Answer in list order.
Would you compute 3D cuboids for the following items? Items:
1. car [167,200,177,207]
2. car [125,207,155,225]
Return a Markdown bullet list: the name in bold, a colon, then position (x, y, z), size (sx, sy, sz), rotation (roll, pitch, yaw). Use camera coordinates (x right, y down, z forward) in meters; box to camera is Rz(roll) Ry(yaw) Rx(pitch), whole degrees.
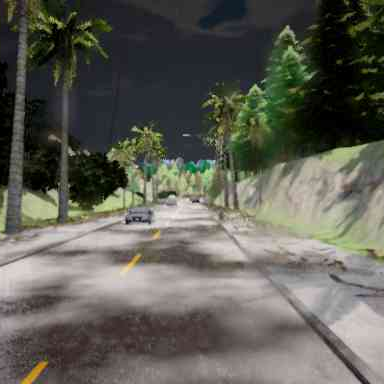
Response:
- **car**: position (-4.013, 2.322, 67.290), size (1.994, 1.385, 4.181), rotation (0, -1, 0)
- **car**: position (-4.086, 1.871, 26.729), size (1.994, 1.385, 4.181), rotation (0, -1, 0)
